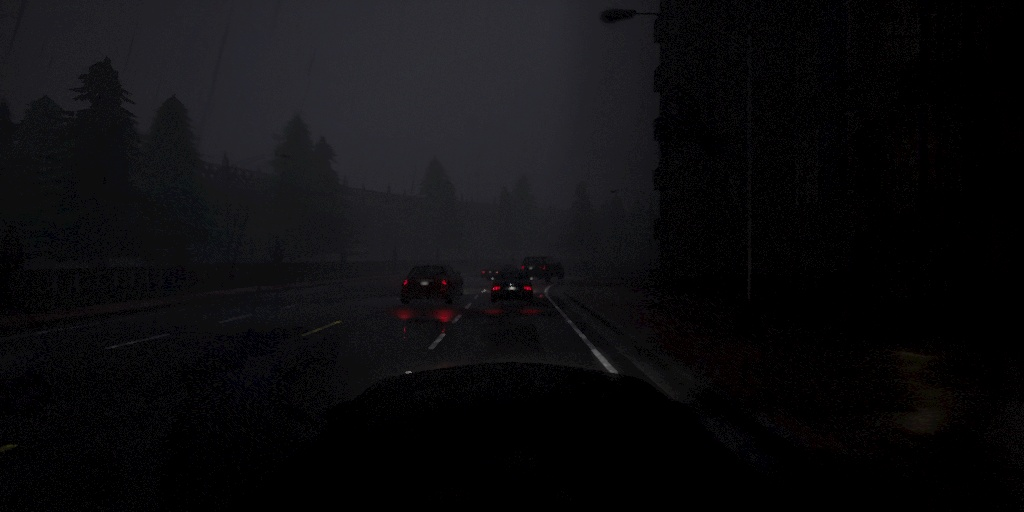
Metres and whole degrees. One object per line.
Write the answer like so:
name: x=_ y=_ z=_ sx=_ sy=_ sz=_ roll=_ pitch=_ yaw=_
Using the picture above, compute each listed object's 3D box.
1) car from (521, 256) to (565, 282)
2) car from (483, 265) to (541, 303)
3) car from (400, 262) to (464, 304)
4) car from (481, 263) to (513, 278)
car: x=2.530 y=1.008 z=28.838 sx=2.150 sy=2.045 sz=5.566 roll=0 pitch=0 yaw=25
car: x=0.000 y=1.313 z=16.500 sx=2.033 sy=1.411 sz=5.357 roll=0 pitch=0 yaw=0
car: x=-3.500 y=1.116 z=16.470 sx=2.097 sy=1.767 sz=4.553 roll=0 pitch=0 yaw=0
car: x=-0.647 y=1.313 z=30.306 sx=2.033 sy=1.411 sz=5.357 roll=0 pitch=0 yaw=25
